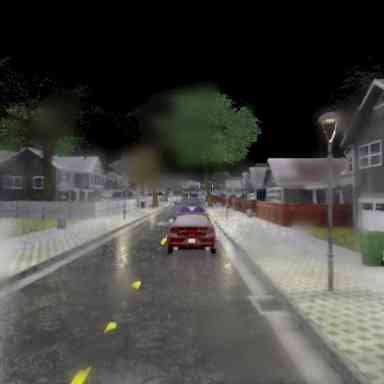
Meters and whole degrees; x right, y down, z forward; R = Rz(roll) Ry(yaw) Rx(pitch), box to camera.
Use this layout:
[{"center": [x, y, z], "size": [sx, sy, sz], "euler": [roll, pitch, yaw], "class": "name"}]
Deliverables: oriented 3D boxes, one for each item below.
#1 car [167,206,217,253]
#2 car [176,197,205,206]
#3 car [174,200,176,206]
[{"center": [-0.001, 1.613, 14.436], "size": [1.882, 1.535, 5.008], "euler": [0, 0, 0], "class": "car"}, {"center": [-0.013, 1.484, 28.999], "size": [2.150, 2.045, 5.566], "euler": [0, 0, 0], "class": "car"}, {"center": [-2.786, 2.158, 70.995], "size": [2.128, 1.511, 4.902], "euler": [0, 0, 0], "class": "car"}]
